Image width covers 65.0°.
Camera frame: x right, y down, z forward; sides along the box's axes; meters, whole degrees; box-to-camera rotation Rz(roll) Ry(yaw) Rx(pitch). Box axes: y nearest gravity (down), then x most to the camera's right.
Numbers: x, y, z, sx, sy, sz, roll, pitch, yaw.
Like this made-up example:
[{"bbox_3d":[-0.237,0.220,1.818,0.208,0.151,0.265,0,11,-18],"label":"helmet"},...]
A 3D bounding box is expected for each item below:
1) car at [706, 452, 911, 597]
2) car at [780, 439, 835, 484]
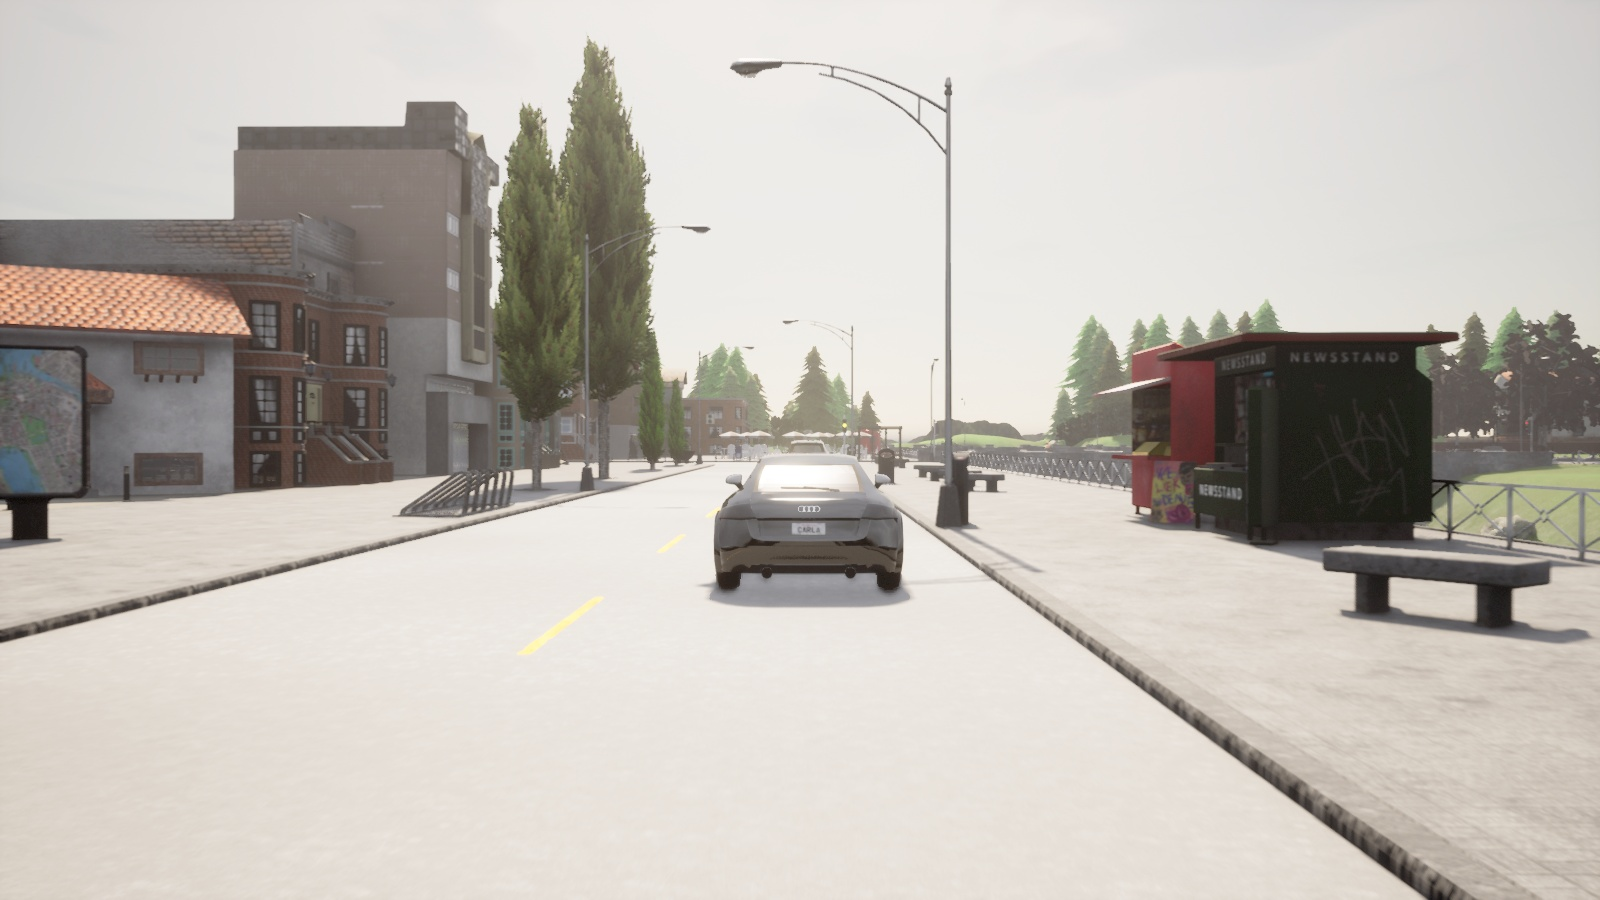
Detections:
[{"bbox_3d":[0.095,0.730,14.322,1.994,1.385,4.181,0,0,0],"label":"car"},{"bbox_3d":[0.284,0.403,48.515,2.033,1.649,4.856,0,0,0],"label":"car"}]
